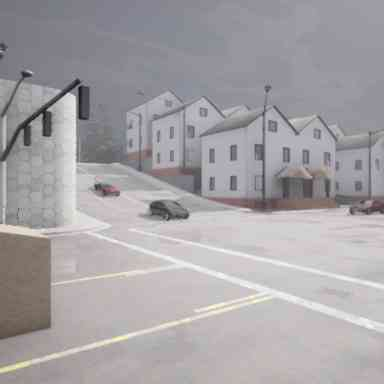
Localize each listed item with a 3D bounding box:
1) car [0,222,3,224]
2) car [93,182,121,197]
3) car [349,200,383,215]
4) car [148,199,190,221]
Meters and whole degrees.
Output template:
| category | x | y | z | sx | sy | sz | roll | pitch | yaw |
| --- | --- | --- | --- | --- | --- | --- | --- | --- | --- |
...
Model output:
| category | x | y | z | sx | sy | sz | roll | pitch | yaw |
| --- | --- | --- | --- | --- | --- | --- | --- | --- | --- |
| car | -8.516 | 1.352 | 10.776 | 4.553 | 1.767 | 2.097 | 0 | 0 | -36 |
| car | -10.153 | -0.400 | 39.583 | 1.895 | 1.301 | 4.718 | 0 | 12 | -35 |
| car | 17.887 | 1.526 | 33.751 | 4.674 | 1.442 | 1.812 | 0 | 0 | -35 |
| car | -1.998 | 1.428 | 27.569 | 1.837 | 1.490 | 4.892 | 0 | 3 | -33 |
